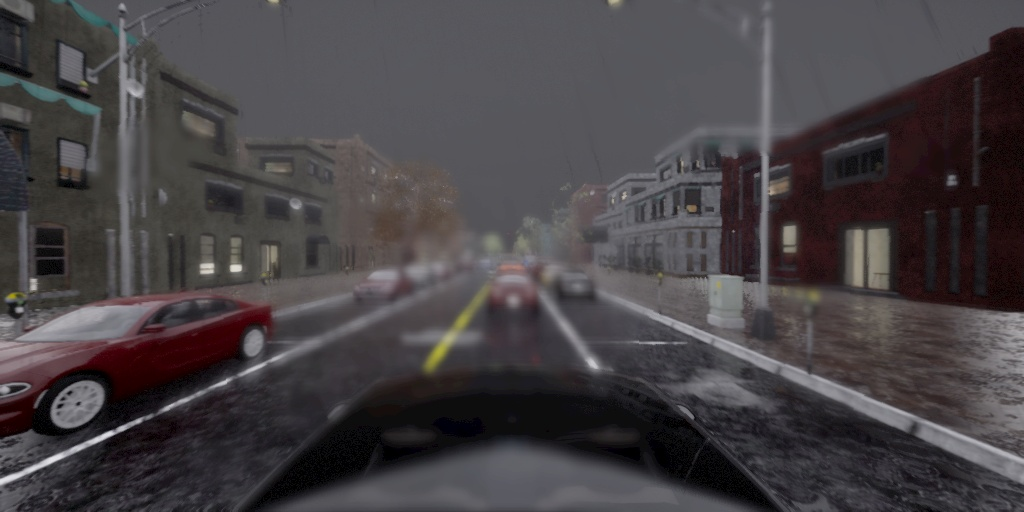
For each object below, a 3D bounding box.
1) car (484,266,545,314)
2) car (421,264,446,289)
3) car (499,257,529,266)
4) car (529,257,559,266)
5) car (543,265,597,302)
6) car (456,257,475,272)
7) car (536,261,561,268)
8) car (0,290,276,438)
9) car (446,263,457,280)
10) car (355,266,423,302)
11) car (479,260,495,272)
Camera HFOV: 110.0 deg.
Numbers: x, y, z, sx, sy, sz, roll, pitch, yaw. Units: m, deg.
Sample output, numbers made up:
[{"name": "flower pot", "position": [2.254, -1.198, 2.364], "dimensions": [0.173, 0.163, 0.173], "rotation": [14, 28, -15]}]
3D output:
[{"name": "car", "position": [0.069, 1.254, 13.588], "dimensions": [1.812, 1.442, 4.674], "rotation": [0, 0, 0]}, {"name": "car", "position": [-5.681, 1.263, 22.127], "dimensions": [2.007, 1.370, 4.403], "rotation": [0, 0, 0]}, {"name": "car", "position": [0.075, 1.050, 28.387], "dimensions": [2.097, 1.767, 4.553], "rotation": [0, 0, 0]}, {"name": "car", "position": [2.702, 1.015, 27.676], "dimensions": [2.192, 1.841, 5.009], "rotation": [0, 0, 0]}, {"name": "car", "position": [2.698, 1.287, 16.579], "dimensions": [1.948, 1.339, 4.313], "rotation": [0, 0, 0]}, {"name": "car", "position": [-5.673, 0.984, 44.321], "dimensions": [2.192, 1.841, 5.009], "rotation": [0, 0, 0]}, {"name": "car", "position": [2.701, 1.237, 22.296], "dimensions": [1.751, 1.417, 4.829], "rotation": [0, 0, 0]}, {"name": "car", "position": [-5.686, 1.289, 5.483], "dimensions": [1.888, 1.381, 4.507], "rotation": [0, 0, 0]}, {"name": "car", "position": [-5.679, 1.284, 27.676], "dimensions": [1.802, 1.307, 4.207], "rotation": [0, 0, 0]}, {"name": "car", "position": [-5.682, 1.305, 16.579], "dimensions": [1.802, 1.307, 4.207], "rotation": [0, 0, 0]}, {"name": "car", "position": [-3.080, 1.194, 44.974], "dimensions": [1.812, 1.442, 4.674], "rotation": [0, 0, 0]}]
